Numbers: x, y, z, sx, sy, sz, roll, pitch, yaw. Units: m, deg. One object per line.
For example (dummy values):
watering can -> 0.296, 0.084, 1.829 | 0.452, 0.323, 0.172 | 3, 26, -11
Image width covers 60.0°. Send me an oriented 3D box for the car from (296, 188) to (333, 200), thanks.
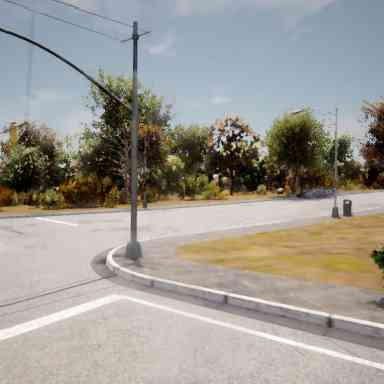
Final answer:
car -> 16.339, 0.210, 44.268 | 5.357, 1.411, 2.033 | -3, 2, -29
